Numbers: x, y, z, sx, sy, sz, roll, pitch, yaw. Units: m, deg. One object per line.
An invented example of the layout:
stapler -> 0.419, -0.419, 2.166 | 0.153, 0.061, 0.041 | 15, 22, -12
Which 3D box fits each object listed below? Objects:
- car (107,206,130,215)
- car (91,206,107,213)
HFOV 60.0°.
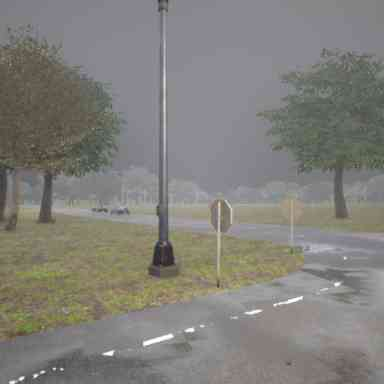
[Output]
car -> -11.428, 2.916, 52.901 | 1.812, 1.442, 4.674 | 2, -2, -34
car -> -17.053, 3.164, 61.203 | 1.895, 1.301, 4.718 | 2, -2, -34
